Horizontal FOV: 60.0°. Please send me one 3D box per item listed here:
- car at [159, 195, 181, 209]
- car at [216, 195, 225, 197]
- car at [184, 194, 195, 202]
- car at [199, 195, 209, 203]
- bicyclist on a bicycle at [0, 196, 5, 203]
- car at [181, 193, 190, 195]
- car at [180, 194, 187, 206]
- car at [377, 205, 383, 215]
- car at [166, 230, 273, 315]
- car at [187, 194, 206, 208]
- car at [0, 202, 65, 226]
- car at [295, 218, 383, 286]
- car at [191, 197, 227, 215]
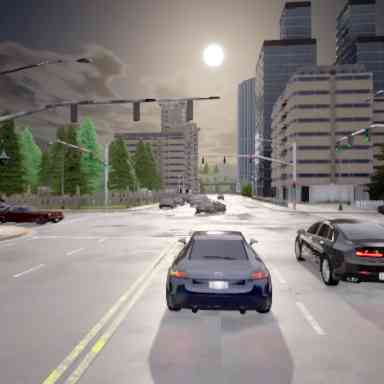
[{"bbox_3d":[-3.163,1.537,44.708,2.033,1.411,5.357,0,0,5],"label":"car"},{"bbox_3d":[7.408,1.480,85.820,1.837,1.490,4.892,0,0,5],"label":"car"},{"bbox_3d":[-0.538,1.338,74.836,2.097,1.767,4.553,0,0,5],"label":"car"},{"bbox_3d":[2.424,1.489,68.383,1.837,1.490,4.892,0,0,5],"label":"car"},{"bbox_3d":[-22.317,1.292,38.934,0.582,1.620,1.656,0,0,5],"label":"bicyclist on a bicycle"},{"bbox_3d":[-1.416,1.206,64.884,2.150,2.045,5.566,0,0,5],"label":"car"},{"bbox_3d":[-2.315,1.535,54.747,2.033,1.411,5.357,0,0,5],"label":"car"},{"bbox_3d":[20.362,1.470,31.592,5.008,1.535,1.882,0,0,5],"label":"car"},{"bbox_3d":[0.597,1.562,7.699,1.994,1.385,4.181,0,0,4],"label":"car"},{"bbox_3d":[0.704,1.493,48.922,1.837,1.490,4.892,0,0,5],"label":"car"},{"bbox_3d":[-11.381,1.596,23.156,4.718,1.301,1.895,0,0,11],"label":"car"},{"bbox_3d":[4.230,1.503,9.317,1.837,1.490,4.892,0,0,4],"label":"car"},{"bbox_3d":[2.041,1.556,34.572,1.994,1.385,4.181,0,0,30],"label":"car"}]
